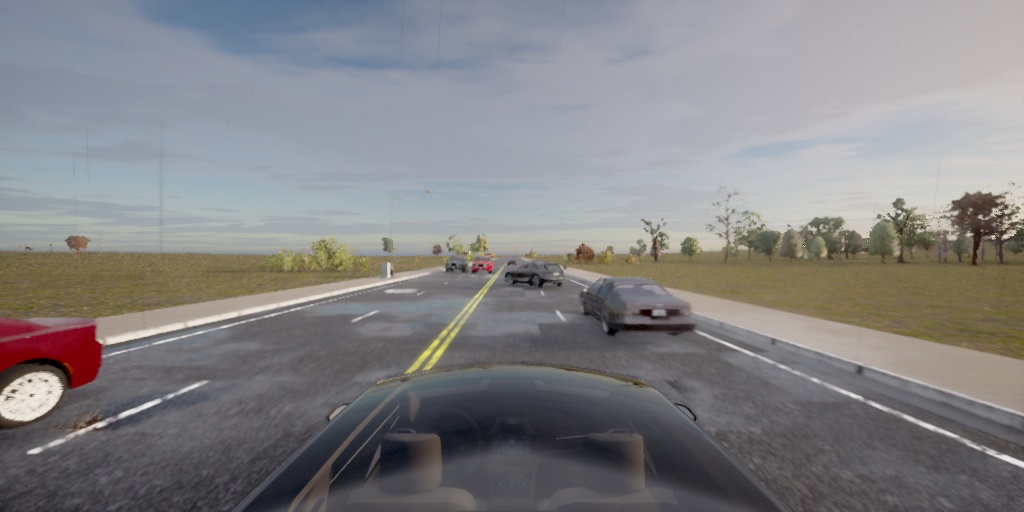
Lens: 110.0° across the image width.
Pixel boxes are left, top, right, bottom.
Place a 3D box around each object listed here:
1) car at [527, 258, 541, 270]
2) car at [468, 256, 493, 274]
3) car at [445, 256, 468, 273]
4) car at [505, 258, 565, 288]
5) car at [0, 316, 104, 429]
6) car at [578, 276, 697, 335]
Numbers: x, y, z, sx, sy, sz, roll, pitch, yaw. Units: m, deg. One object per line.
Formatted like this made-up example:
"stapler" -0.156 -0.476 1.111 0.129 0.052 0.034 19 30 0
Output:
"car" 3.267 1.184 54.617 1.801 1.575 5.366 0 0 0
"car" -3.307 0.964 40.888 2.150 2.045 5.566 0 0 0
"car" -6.564 0.959 43.200 2.150 2.045 5.566 0 0 0
"car" 1.441 1.176 23.902 2.033 1.649 4.856 0 0 -35
"car" -6.598 1.228 2.800 1.882 1.535 5.008 0 0 0
"car" 3.252 1.296 10.427 2.033 1.411 5.357 0 0 0
